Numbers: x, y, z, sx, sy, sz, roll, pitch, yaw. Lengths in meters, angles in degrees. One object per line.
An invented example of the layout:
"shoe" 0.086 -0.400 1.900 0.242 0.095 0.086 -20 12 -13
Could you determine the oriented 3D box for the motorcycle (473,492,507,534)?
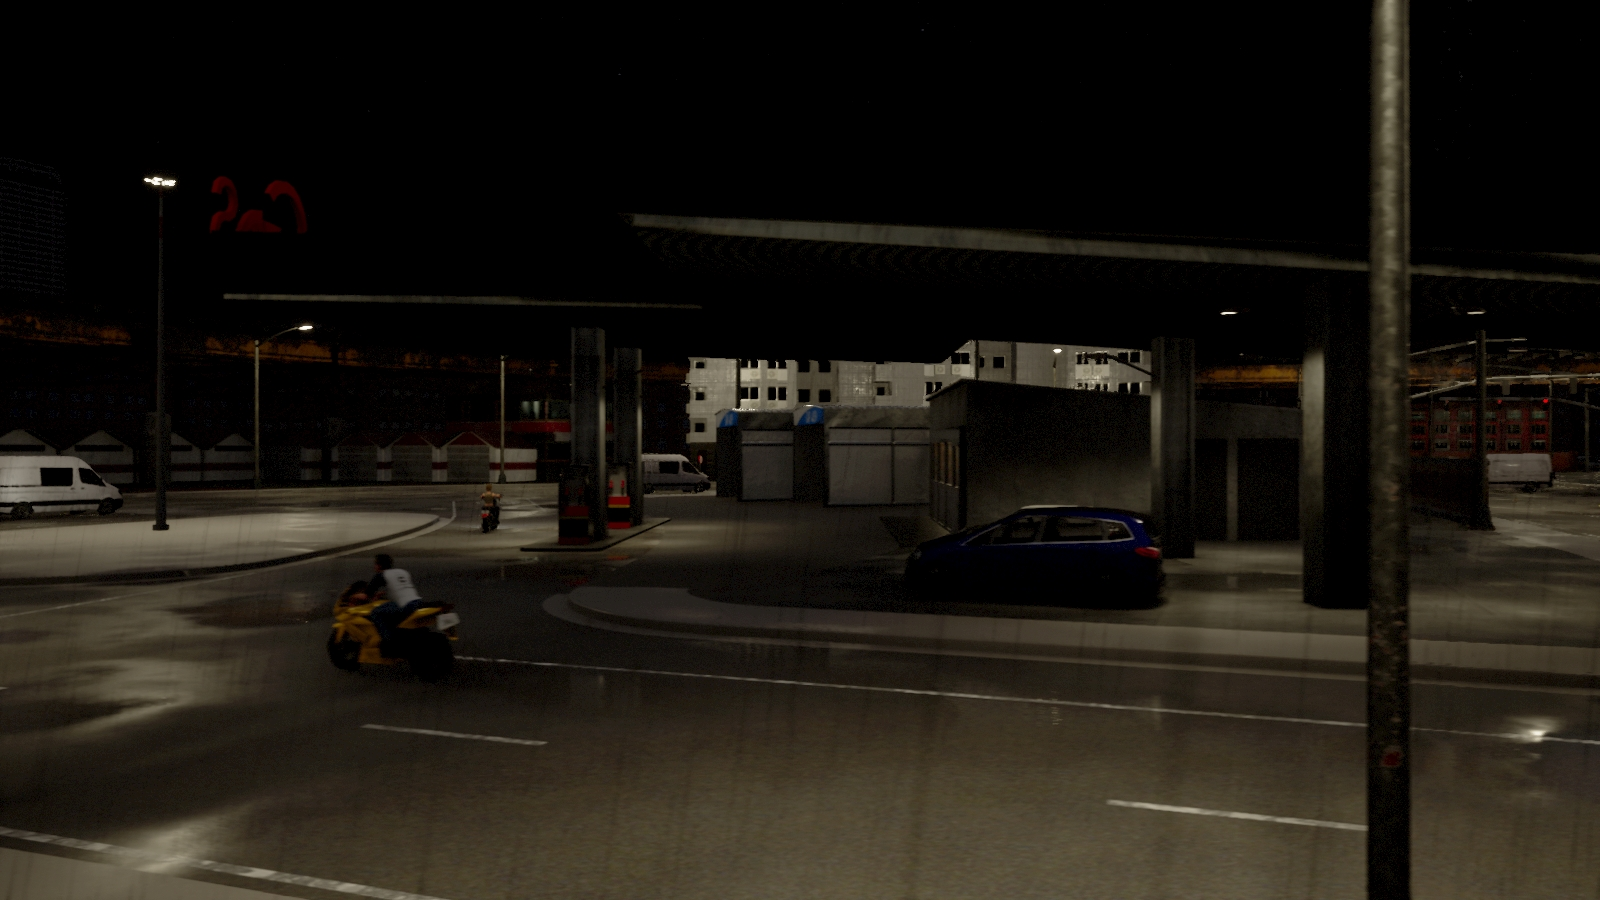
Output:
"motorcycle" -10.649 2.137 39.330 0.764 1.332 2.356 0 0 -6
